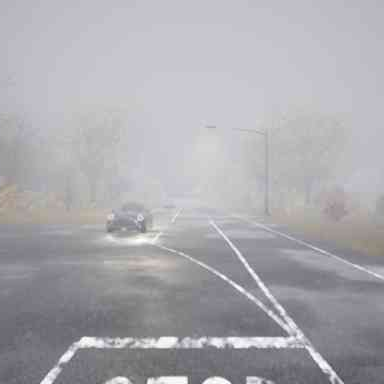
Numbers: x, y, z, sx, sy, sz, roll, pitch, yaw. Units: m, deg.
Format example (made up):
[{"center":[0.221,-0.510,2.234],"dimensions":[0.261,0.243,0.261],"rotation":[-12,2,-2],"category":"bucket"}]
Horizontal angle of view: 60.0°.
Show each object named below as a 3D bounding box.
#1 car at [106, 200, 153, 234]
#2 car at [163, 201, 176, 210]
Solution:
[{"center":[-3.498,1.376,19.445],"dimensions":[2.097,1.767,4.553],"rotation":[1,-1,0],"category":"car"},{"center":[-3.719,2.179,55.069],"dimensions":[1.882,1.535,5.008],"rotation":[0,-1,-1],"category":"car"}]
